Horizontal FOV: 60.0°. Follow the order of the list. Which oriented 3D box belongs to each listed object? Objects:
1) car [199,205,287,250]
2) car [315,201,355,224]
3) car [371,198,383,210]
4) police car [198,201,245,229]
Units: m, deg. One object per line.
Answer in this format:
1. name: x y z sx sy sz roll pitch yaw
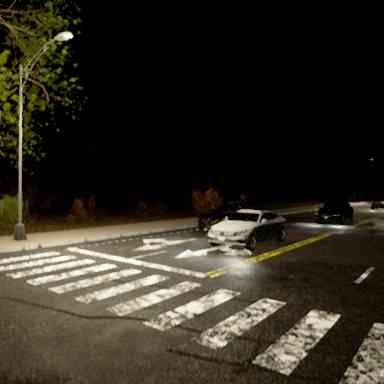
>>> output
1. car: 2.539 1.485 14.318 1.812 1.442 4.674 0 0 38
2. car: 10.716 1.462 24.789 1.837 1.490 4.892 0 2 38
3. car: 23.344 1.489 40.824 1.812 1.442 4.674 0 0 38
4. police car: 2.248 1.365 19.062 1.930 1.638 5.238 0 0 38
